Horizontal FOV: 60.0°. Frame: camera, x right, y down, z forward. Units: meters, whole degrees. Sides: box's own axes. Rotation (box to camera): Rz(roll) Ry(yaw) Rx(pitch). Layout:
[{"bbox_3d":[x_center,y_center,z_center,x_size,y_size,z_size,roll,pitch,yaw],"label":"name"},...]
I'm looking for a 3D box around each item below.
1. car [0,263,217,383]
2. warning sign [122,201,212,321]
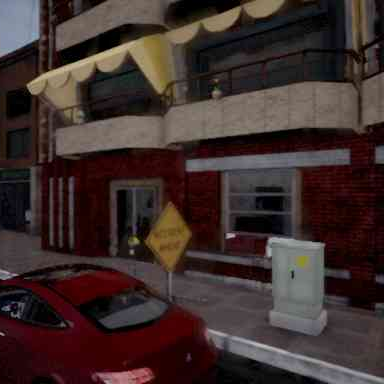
[{"bbox_3d":[-1.684,1.577,4.138,4.206,1.307,1.802,0,0,36],"label":"car"},{"bbox_3d":[-0.428,1.110,6.097,1.060,1.860,1.300,0,0,35],"label":"warning sign"}]
